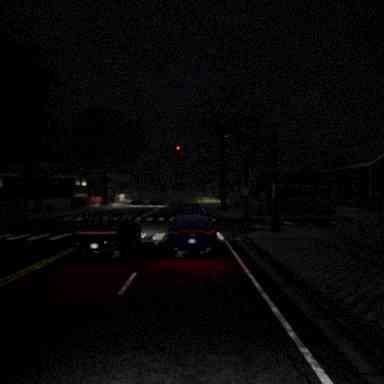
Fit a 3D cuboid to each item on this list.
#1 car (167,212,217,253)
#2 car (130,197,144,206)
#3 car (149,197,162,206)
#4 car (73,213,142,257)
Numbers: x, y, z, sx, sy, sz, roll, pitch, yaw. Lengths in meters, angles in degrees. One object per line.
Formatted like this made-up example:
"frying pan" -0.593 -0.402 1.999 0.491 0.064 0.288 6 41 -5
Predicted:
"car" 0.019 1.581 14.160 1.882 1.535 5.008 0 0 0
"car" -9.805 1.665 59.959 2.033 1.411 5.357 0 1 1
"car" -6.565 1.622 59.960 1.837 1.490 4.892 0 1 0
"car" -3.237 1.593 13.484 2.128 1.511 4.902 0 0 0
